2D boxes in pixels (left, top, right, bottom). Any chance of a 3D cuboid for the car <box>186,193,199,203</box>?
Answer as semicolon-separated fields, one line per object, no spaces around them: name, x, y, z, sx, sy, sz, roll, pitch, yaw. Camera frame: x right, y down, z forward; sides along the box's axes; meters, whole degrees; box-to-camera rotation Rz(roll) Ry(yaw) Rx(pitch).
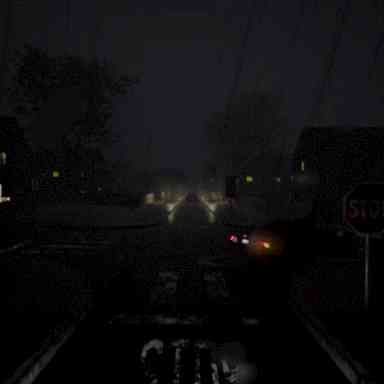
car;0.010;0.908;52.670;1.882;1.535;5.008;0;1;0

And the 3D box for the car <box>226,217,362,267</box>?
car;3.650;1.568;11.402;5.357;1.411;2.033;1;1;-36
